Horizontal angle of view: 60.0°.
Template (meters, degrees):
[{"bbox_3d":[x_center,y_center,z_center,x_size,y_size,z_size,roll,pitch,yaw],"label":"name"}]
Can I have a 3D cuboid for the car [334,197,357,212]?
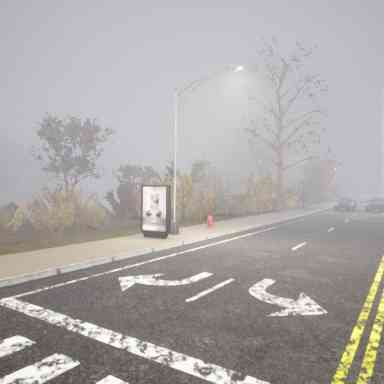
[{"bbox_3d":[18.466,1.385,39.926,2.097,1.767,4.553,0,0,30],"label":"car"}]

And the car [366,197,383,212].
[{"bbox_3d":[21.280,1.387,38.300,2.097,1.767,4.553,0,0,30],"label":"car"}]
